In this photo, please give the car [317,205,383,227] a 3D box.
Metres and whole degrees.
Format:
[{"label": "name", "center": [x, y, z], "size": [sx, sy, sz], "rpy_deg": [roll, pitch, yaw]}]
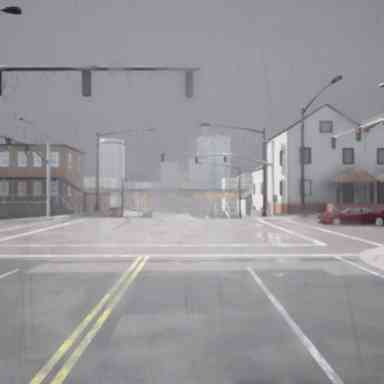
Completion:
[{"label": "car", "center": [11.880, 1.767, 24.608], "size": [5.008, 1.535, 1.882], "rpy_deg": [-1, -1, -1]}]
